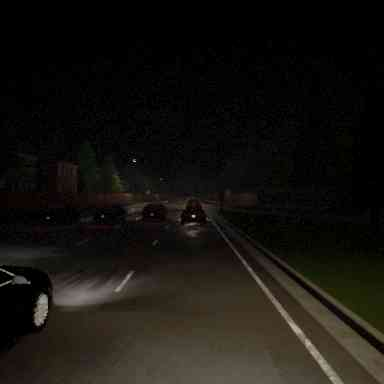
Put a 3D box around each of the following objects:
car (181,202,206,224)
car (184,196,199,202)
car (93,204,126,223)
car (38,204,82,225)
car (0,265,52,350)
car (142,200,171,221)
[{"bbox_3d":[0.133,1.818,27.202,1.994,1.385,4.181,0,0,1],"label":"car"},{"bbox_3d":[0.272,1.806,48.908,2.097,1.767,4.553,0,-1,0],"label":"car"},{"bbox_3d":[-6.862,1.739,28.100,1.882,1.535,5.008,0,0,0],"label":"car"},{"bbox_3d":[-10.370,1.724,26.457,1.882,1.535,5.008,0,0,0],"label":"car"},{"bbox_3d":[-3.400,1.545,4.032,1.837,1.490,4.892,0,0,0],"label":"car"},{"bbox_3d":[-3.335,1.762,30.563,1.882,1.535,5.008,0,0,1],"label":"car"}]
